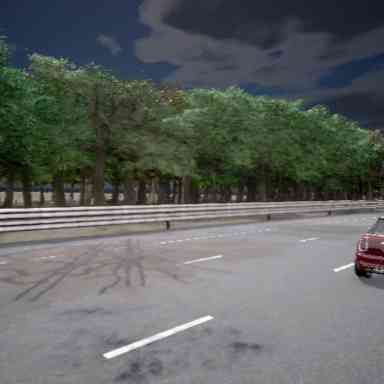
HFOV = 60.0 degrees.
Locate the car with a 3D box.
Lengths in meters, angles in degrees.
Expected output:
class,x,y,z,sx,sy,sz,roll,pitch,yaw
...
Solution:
class,x,y,z,sx,sy,sz,roll,pitch,yaw
car,6.359,1.391,9.230,4.553,1.767,2.097,1,0,-43
